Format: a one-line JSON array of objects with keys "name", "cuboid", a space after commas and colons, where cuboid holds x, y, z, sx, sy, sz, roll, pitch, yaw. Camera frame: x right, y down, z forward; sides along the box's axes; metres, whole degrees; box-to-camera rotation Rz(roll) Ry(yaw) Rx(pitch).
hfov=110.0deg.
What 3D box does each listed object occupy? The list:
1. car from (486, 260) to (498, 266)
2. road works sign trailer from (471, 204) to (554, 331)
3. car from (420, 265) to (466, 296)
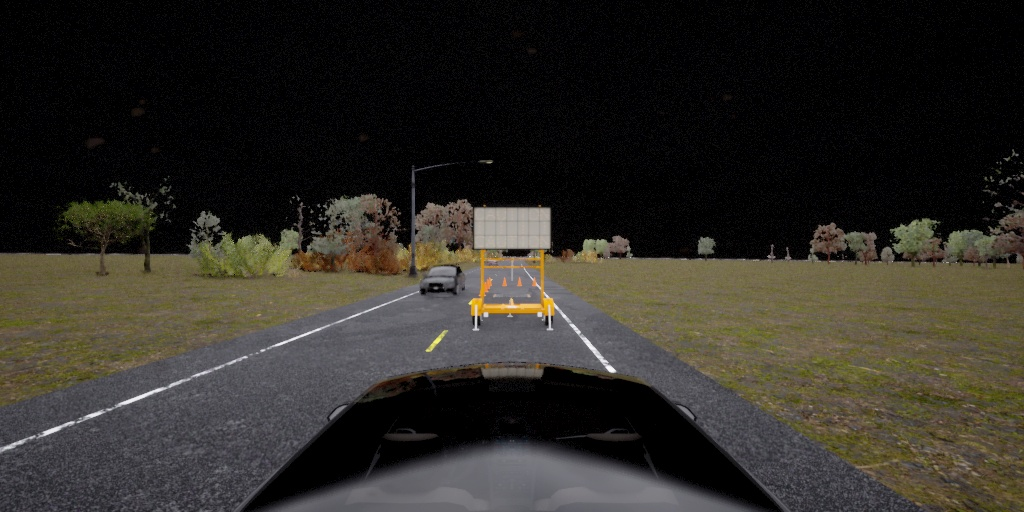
[{"name": "car", "cuboid": [-3.354, 1.312, 60.243, 1.812, 1.442, 4.674, 0, 0, 1]}, {"name": "road works sign trailer", "cuboid": [0.007, 0.218, 11.055, 2.380, 3.560, 2.880, 0, 0, -1]}, {"name": "car", "cuboid": [-3.602, 1.263, 19.381, 1.837, 1.490, 4.892, 0, 0, 0]}]
